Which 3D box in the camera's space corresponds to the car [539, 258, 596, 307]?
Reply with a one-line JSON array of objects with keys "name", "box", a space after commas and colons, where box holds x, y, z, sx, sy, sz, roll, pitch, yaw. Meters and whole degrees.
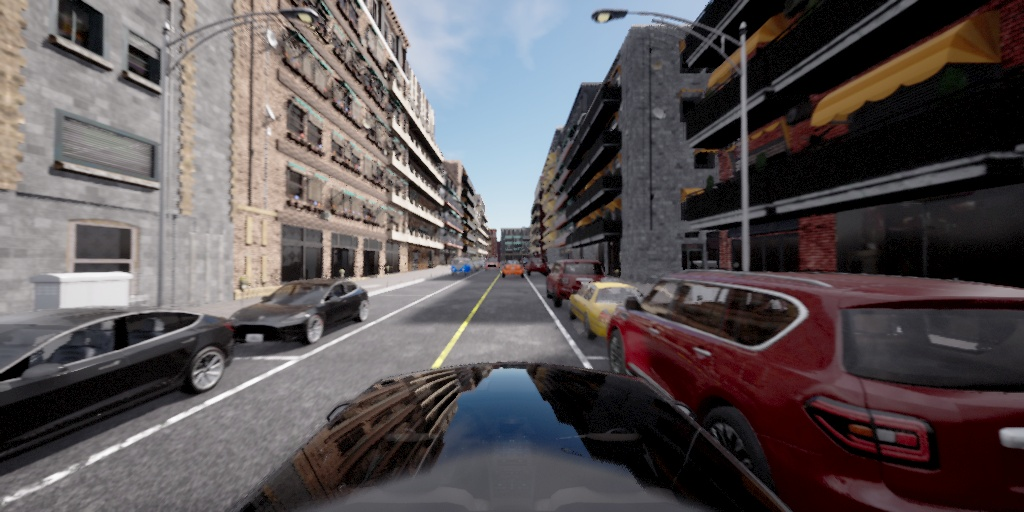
[{"name": "car", "box": [2.569, 1.057, 15.182, 2.192, 1.841, 5.009, 0, 0, 0]}]

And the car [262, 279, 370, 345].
[{"name": "car", "box": [-5.313, 1.313, 9.575, 1.948, 1.339, 4.313, 0, 0, 0]}]

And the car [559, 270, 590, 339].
[{"name": "car", "box": [2.568, 1.271, 9.788, 1.751, 1.417, 4.829, 0, 0, 0]}]

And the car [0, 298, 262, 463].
[{"name": "car", "box": [-5.314, 1.319, 4.014, 1.948, 1.339, 4.313, 0, 0, 0]}]

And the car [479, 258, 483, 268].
[{"name": "car", "box": [-5.309, 1.339, 48.336, 1.751, 1.417, 4.829, 0, 0, 0]}]

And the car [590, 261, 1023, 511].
[{"name": "car", "box": [2.568, 1.066, 4.059, 2.192, 1.841, 5.009, 0, 0, 0]}]

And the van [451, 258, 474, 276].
[{"name": "van", "box": [-5.311, 1.113, 37.380, 1.690, 1.789, 3.998, 0, 0, 0]}]

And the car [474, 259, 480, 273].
[{"name": "car", "box": [-5.310, 1.343, 42.944, 2.007, 1.370, 4.403, 0, 0, 0]}]

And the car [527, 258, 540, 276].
[{"name": "car", "box": [2.570, 1.086, 37.414, 2.192, 1.841, 5.009, 0, 0, 0]}]

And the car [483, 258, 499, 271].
[{"name": "car", "box": [-2.745, 1.098, 51.065, 2.097, 1.767, 4.553, 0, 0, 0]}]

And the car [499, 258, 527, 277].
[{"name": "car", "box": [0.102, 1.118, 35.259, 2.097, 1.767, 4.553, 0, 0, 0]}]
